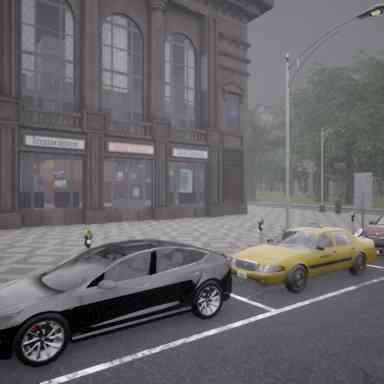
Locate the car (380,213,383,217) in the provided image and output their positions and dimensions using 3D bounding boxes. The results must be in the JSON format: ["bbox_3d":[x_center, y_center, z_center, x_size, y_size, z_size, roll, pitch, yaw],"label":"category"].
[{"bbox_3d":[7.635,1.441,12.123,4.097,1.590,1.967,0,0,-36],"label":"car"}]

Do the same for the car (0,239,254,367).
[{"bbox_3d":[-1.208,1.566,5.792,4.313,1.339,1.947,0,0,-36],"label":"car"}]

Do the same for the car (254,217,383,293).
[{"bbox_3d":[3.076,1.525,8.859,4.829,1.417,1.752,0,0,-36],"label":"car"}]
